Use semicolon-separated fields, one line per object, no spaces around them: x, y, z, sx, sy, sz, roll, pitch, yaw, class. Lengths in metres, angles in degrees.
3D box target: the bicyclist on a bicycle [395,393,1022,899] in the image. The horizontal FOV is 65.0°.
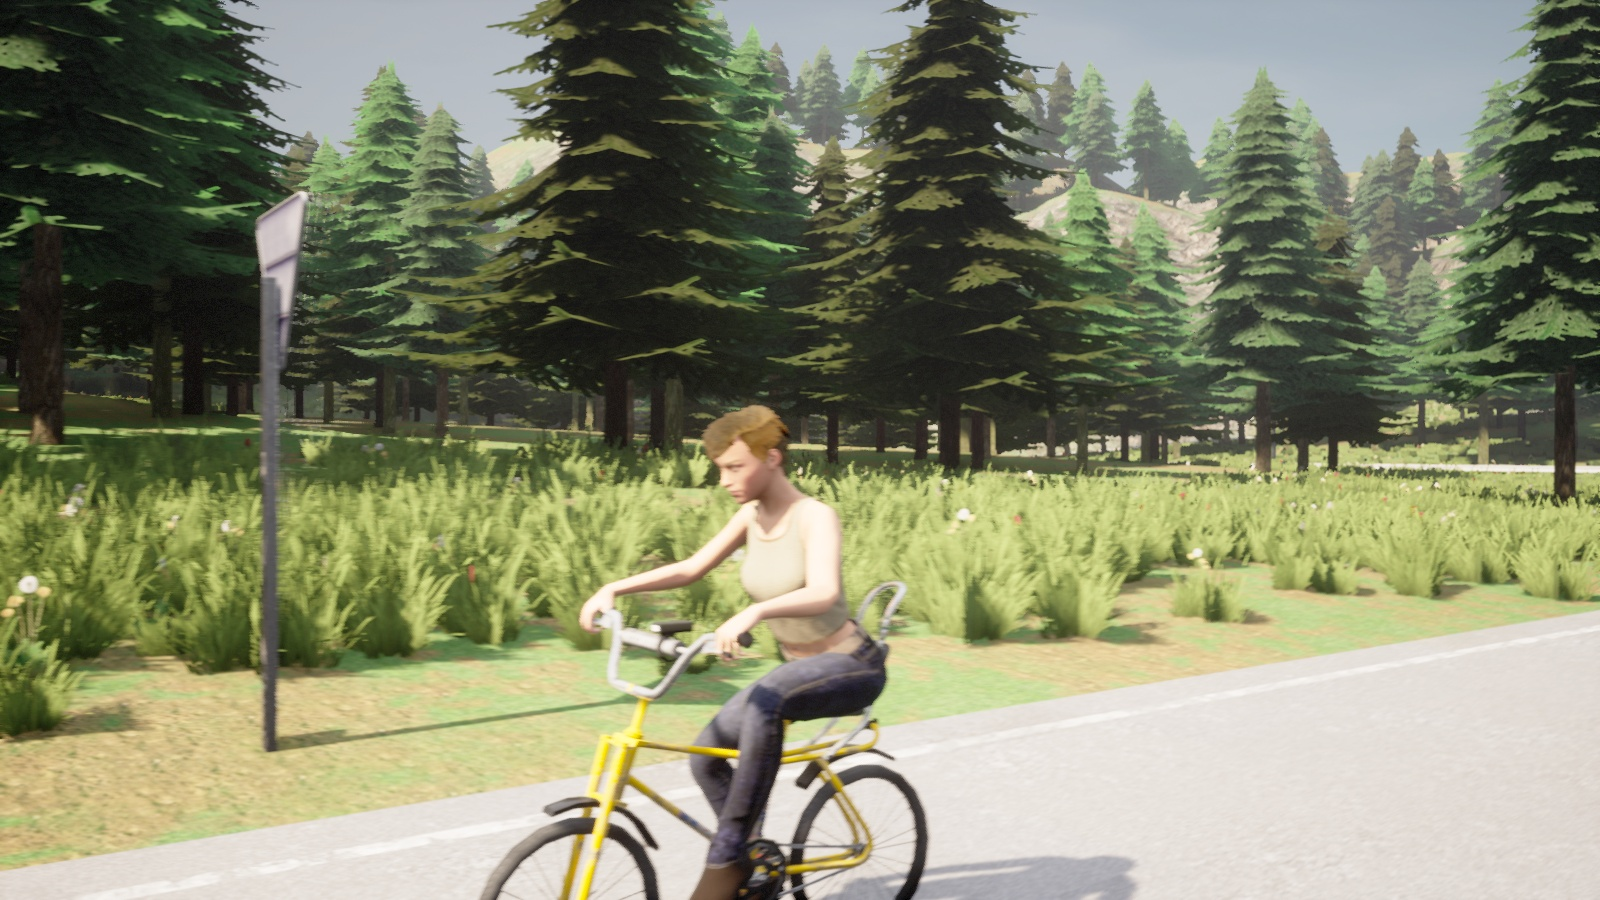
-0.234;0.681;3.505;1.509;1.612;0.866;0;0;-35;bicyclist on a bicycle
